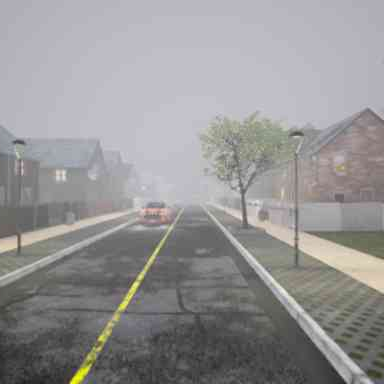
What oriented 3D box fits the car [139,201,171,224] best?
[{"bbox_3d":[-2.779,1.492,25.801,2.097,1.767,4.553,0,0,1],"label":"car"}]
